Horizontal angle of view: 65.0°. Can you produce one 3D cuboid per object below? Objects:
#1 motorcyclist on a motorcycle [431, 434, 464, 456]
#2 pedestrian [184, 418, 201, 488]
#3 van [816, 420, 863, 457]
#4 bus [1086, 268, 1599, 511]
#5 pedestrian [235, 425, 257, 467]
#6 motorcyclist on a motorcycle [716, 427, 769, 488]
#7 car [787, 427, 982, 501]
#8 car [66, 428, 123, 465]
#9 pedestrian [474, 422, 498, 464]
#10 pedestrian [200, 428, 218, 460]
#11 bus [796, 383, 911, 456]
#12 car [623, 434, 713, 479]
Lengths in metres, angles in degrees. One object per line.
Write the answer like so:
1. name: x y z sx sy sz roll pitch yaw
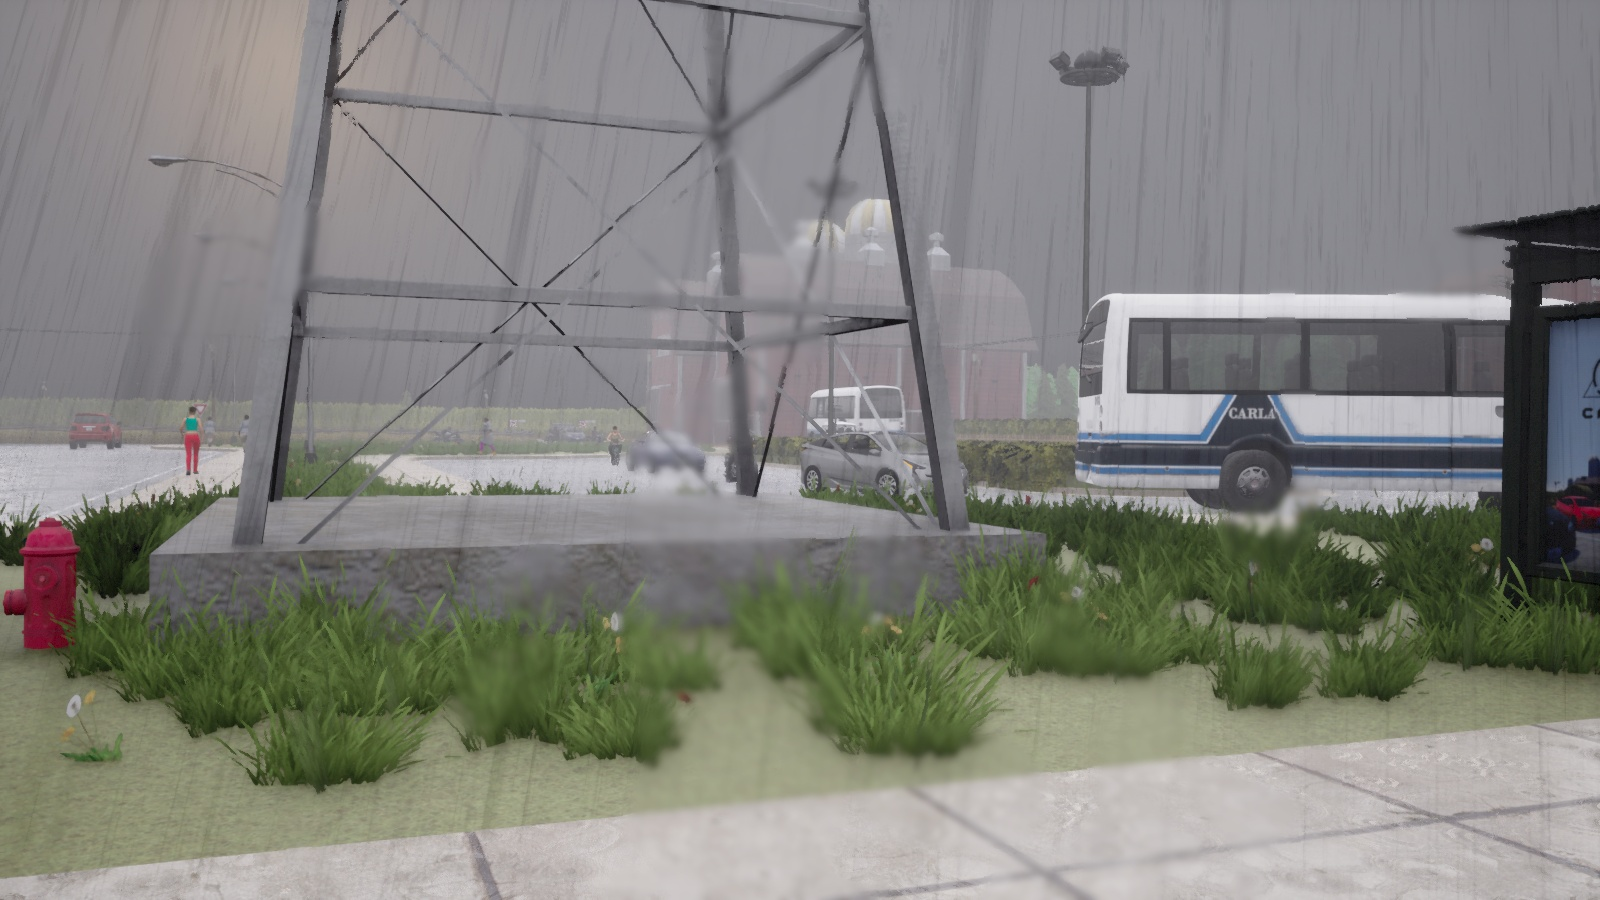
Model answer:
1. motorcyclist on a motorcycle: -25.367 -0.365 90.484 2.191 1.530 0.866 -1 1 -21
2. pedestrian: -16.175 0.084 33.431 0.345 1.836 0.594 -1 1 -21
3. van: 2.221 -0.669 71.656 2.069 2.038 4.480 1 1 -6
4. bus: 11.106 -1.096 24.448 10.273 4.253 3.944 -1 1 4
5. pedestrian: -24.956 -0.197 56.555 0.874 1.855 0.900 -1 1 -24
6. motorcyclist on a motorcycle: -1.636 0.192 35.298 0.766 1.649 2.350 -1 1 -21
7. car: 1.818 0.262 28.461 2.007 1.525 4.514 -1 1 -35
8. car: -40.545 -0.221 72.314 2.150 2.045 5.566 -1 1 -22
9. pedestrian: -14.733 -0.346 58.946 0.659 1.952 0.873 0 1 36
10. pedestrian: -34.018 -0.355 72.290 0.874 1.855 0.900 -1 1 -26
11. bus: 3.255 -1.951 80.617 3.944 4.253 10.273 -3 2 -17
12. car: -4.560 0.177 42.761 1.812 1.442 4.674 -1 1 -22
